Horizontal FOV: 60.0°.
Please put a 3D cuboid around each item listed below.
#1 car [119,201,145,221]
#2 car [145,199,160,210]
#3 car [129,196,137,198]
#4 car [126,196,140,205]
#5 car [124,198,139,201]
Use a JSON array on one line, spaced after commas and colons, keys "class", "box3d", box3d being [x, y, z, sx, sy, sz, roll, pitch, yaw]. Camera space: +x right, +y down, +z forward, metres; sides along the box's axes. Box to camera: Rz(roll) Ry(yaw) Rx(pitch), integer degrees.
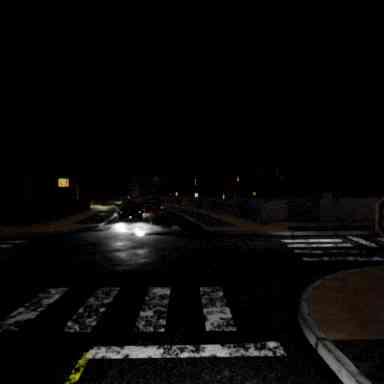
[{"class": "car", "box3d": [-5.105, 1.665, 28.060, 1.895, 1.301, 4.718, 0, 0, -8]}, {"class": "car", "box3d": [-5.432, 1.675, 45.501, 1.812, 1.442, 4.674, 0, 0, -13]}, {"class": "car", "box3d": [-9.569, 1.723, 50.049, 1.812, 1.442, 4.674, 0, 0, -15]}, {"class": "car", "box3d": [-12.254, 1.673, 68.378, 2.097, 1.767, 4.553, 0, 0, -20]}, {"class": "car", "box3d": [-6.840, 1.684, 38.073, 1.994, 1.385, 4.181, 0, 0, -11]}]
